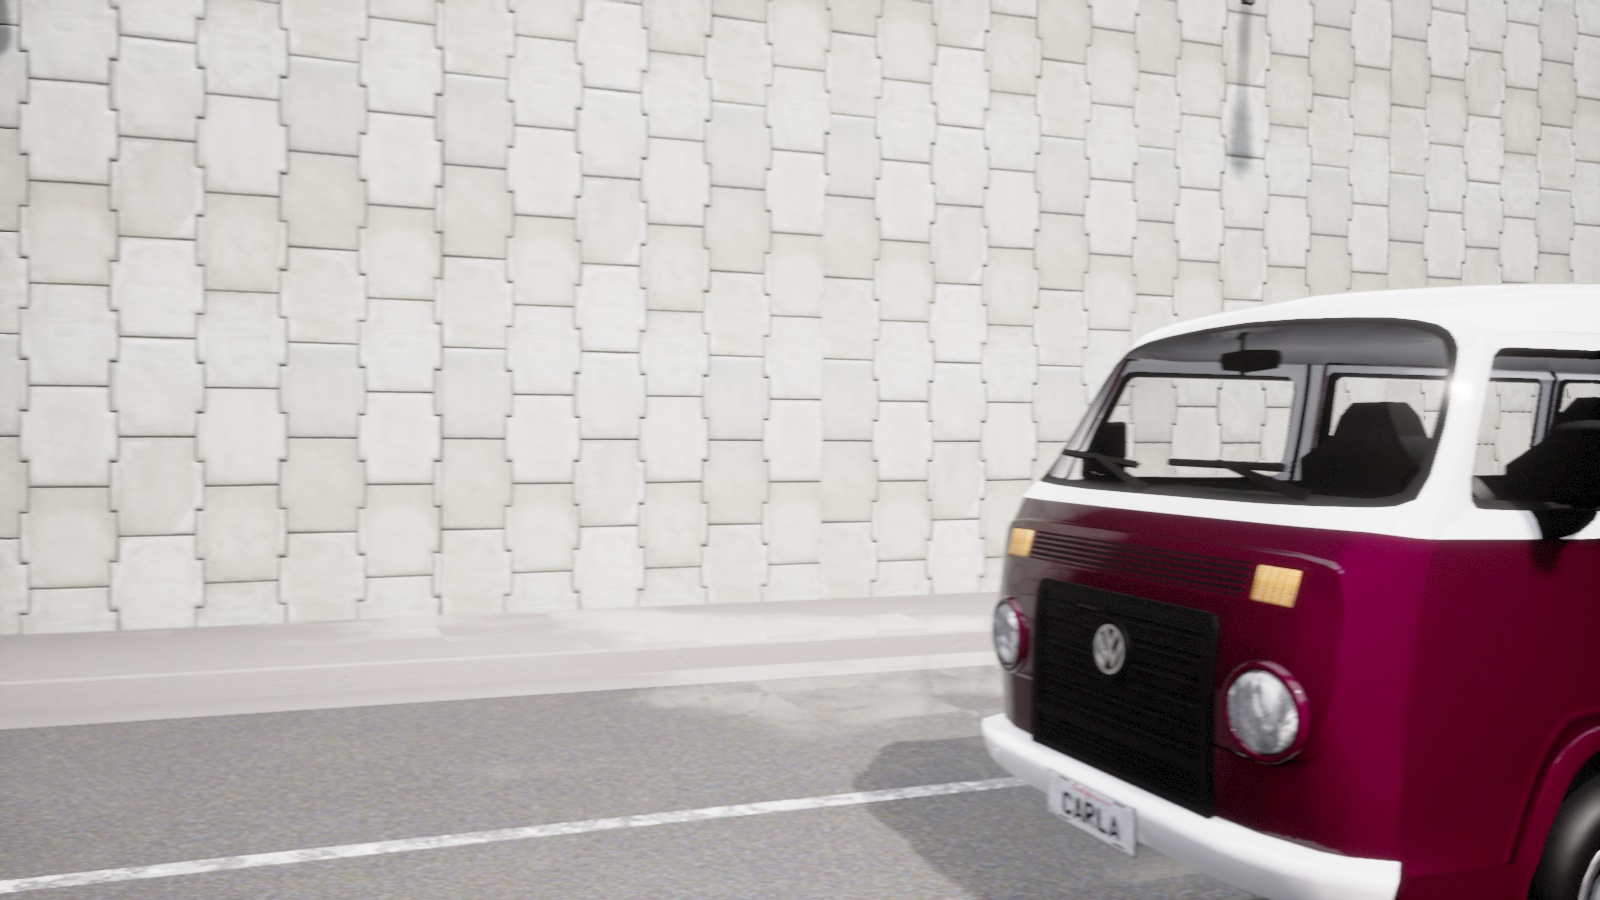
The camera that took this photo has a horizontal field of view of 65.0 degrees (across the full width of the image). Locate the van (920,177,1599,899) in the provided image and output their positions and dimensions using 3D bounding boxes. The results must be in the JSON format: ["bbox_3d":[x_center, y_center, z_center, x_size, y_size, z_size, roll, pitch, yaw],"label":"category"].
[{"bbox_3d":[2.905,0.412,4.338,4.480,2.038,2.069,-1,1,-21],"label":"van"}]
